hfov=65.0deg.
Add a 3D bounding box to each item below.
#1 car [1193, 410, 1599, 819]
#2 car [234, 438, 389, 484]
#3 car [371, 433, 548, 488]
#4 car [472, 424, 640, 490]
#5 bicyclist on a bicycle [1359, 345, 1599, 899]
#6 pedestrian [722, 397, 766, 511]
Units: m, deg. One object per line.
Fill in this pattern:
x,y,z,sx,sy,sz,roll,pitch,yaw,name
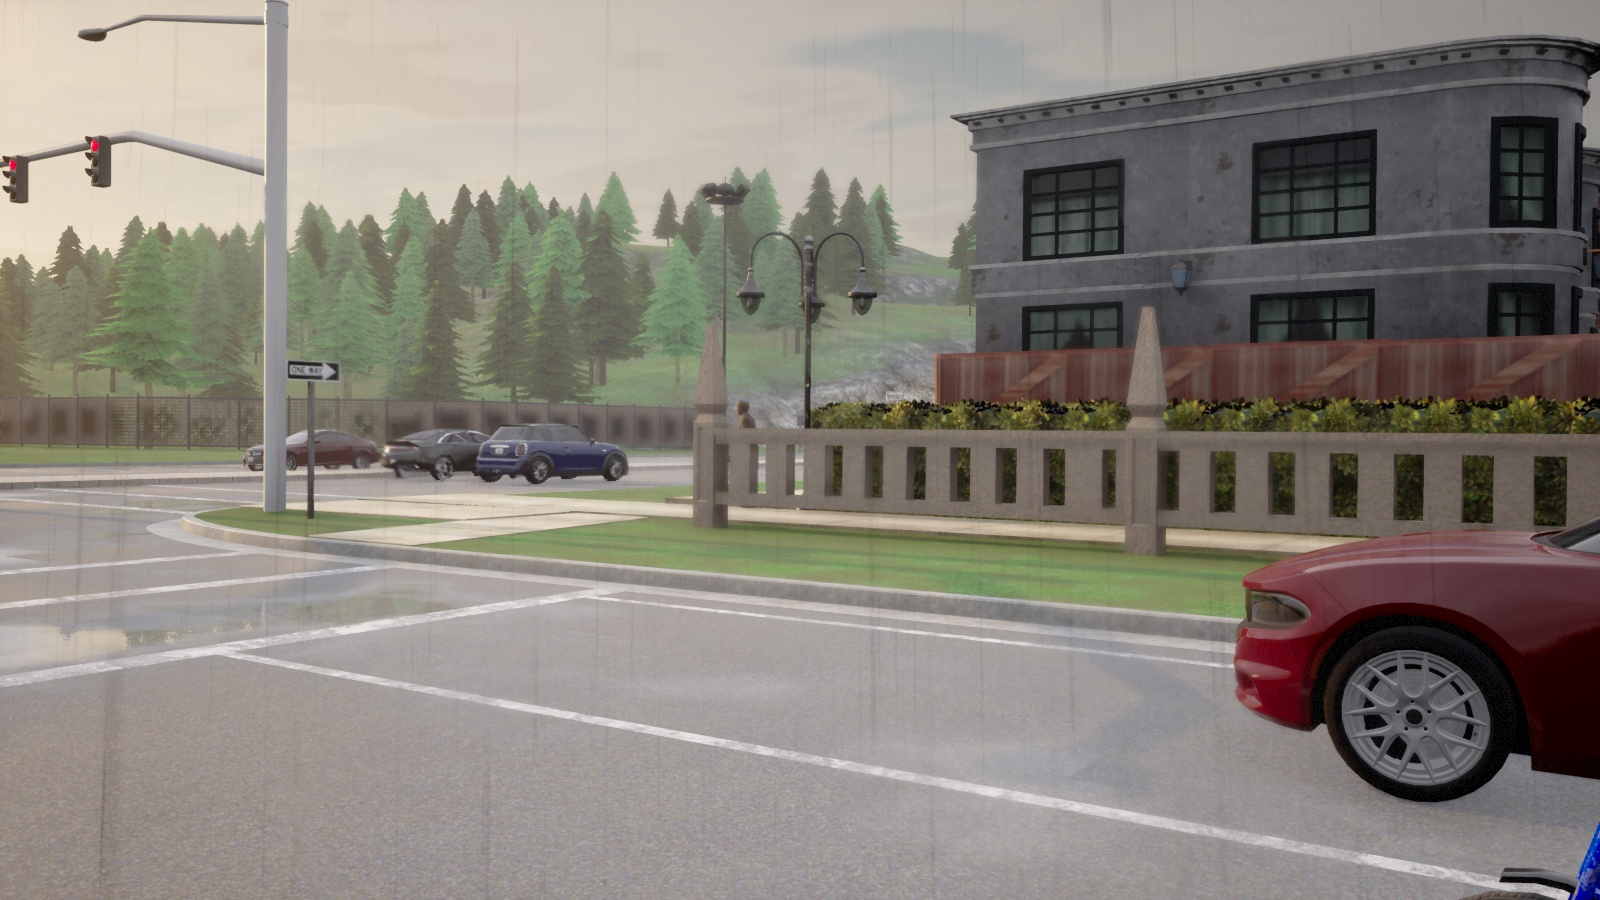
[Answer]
4.344,0.602,4.940,5.008,1.535,1.882,0,1,34,car
-16.435,0.326,42.475,1.812,1.442,4.674,0,1,34,car
-10.084,0.266,37.587,2.128,1.511,4.902,0,1,34,car
-6.919,0.161,36.018,2.097,1.767,4.553,0,1,34,car
1.935,0.618,2.330,1.509,1.612,0.866,0,1,34,bicyclist on a bicycle
-0.921,0.065,20.755,0.634,1.846,0.331,0,1,20,pedestrian
